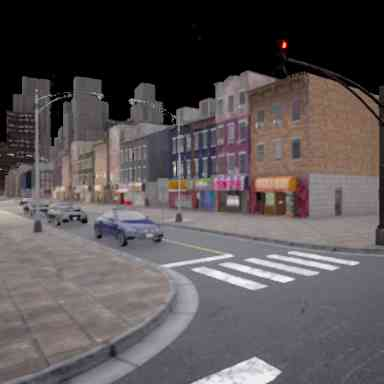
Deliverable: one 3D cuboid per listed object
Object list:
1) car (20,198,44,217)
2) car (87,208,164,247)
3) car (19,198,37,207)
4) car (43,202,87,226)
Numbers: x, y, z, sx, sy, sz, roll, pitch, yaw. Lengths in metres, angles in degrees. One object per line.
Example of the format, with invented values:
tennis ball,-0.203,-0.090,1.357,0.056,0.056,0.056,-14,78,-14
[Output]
car,-14.928,1.534,32.016,2.033,1.411,5.357,-1,0,-35
car,-3.060,1.500,15.324,1.812,1.442,4.674,-1,0,-35
car,-25.953,1.591,52.587,1.895,1.301,4.718,-1,0,-35
car,-8.800,1.542,23.386,1.994,1.385,4.181,-1,0,-35
